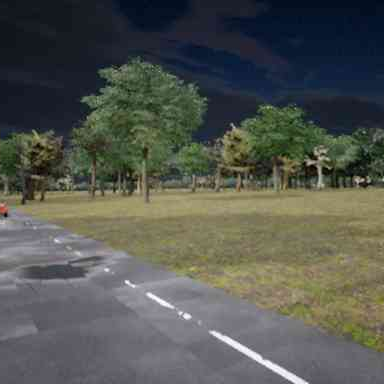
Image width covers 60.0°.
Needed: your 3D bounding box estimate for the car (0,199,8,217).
[{"bbox_3d":[-18.373,1.361,30.765,2.097,1.767,4.553,0,0,-33],"label":"car"}]
